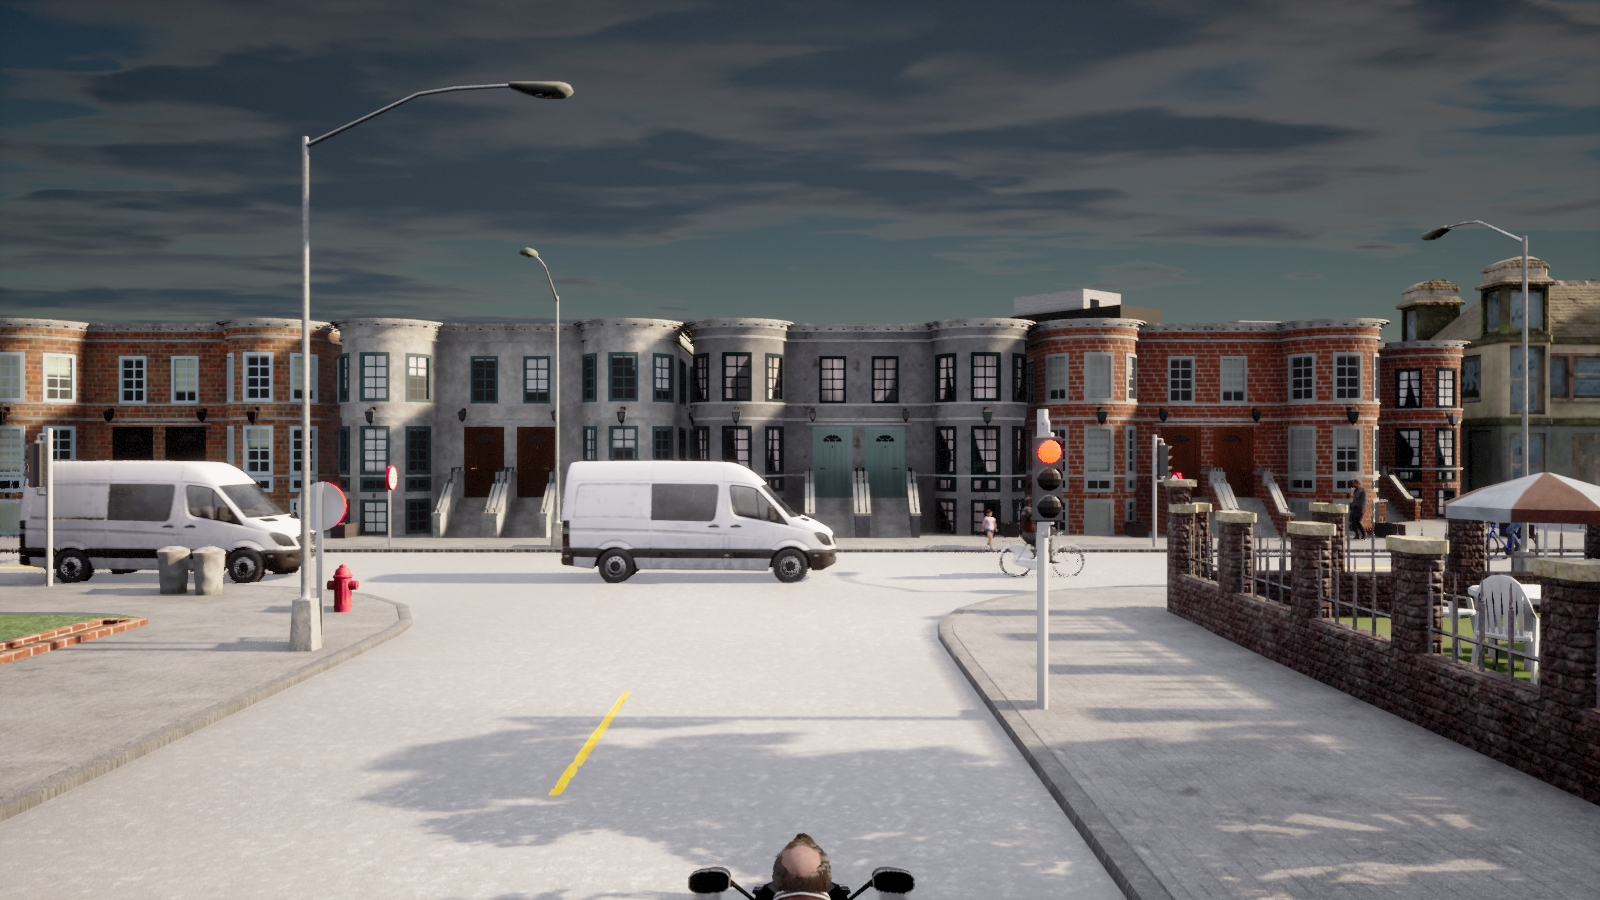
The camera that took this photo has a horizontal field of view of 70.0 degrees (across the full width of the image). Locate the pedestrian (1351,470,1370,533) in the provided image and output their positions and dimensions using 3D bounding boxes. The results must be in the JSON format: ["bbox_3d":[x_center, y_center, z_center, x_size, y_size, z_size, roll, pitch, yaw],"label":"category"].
[{"bbox_3d":[16.567,1.512,33.783,0.375,1.860,0.375,0,0,-9],"label":"pedestrian"}]

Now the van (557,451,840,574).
[{"bbox_3d":[-2.129,1.304,24.917,5.915,2.561,1.988,0,0,0],"label":"van"}]

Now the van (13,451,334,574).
[{"bbox_3d":[-13.503,1.304,24.855,5.915,2.561,1.988,0,0,1],"label":"van"}]

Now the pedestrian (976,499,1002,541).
[{"bbox_3d":[5.143,1.892,31.088,0.500,1.100,0.500,0,0,-20],"label":"pedestrian"}]
